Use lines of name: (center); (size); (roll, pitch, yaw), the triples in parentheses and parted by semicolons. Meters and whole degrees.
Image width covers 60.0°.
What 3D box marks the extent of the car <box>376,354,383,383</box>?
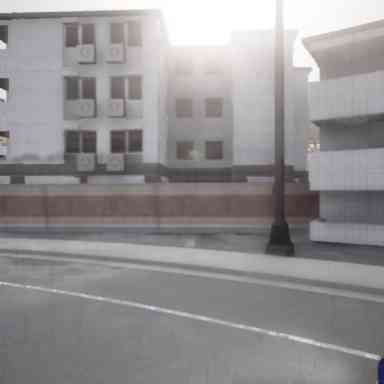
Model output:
car: (3.433, 1.490, 1.450); (4.674, 1.442, 1.812); (0, 0, 38)
